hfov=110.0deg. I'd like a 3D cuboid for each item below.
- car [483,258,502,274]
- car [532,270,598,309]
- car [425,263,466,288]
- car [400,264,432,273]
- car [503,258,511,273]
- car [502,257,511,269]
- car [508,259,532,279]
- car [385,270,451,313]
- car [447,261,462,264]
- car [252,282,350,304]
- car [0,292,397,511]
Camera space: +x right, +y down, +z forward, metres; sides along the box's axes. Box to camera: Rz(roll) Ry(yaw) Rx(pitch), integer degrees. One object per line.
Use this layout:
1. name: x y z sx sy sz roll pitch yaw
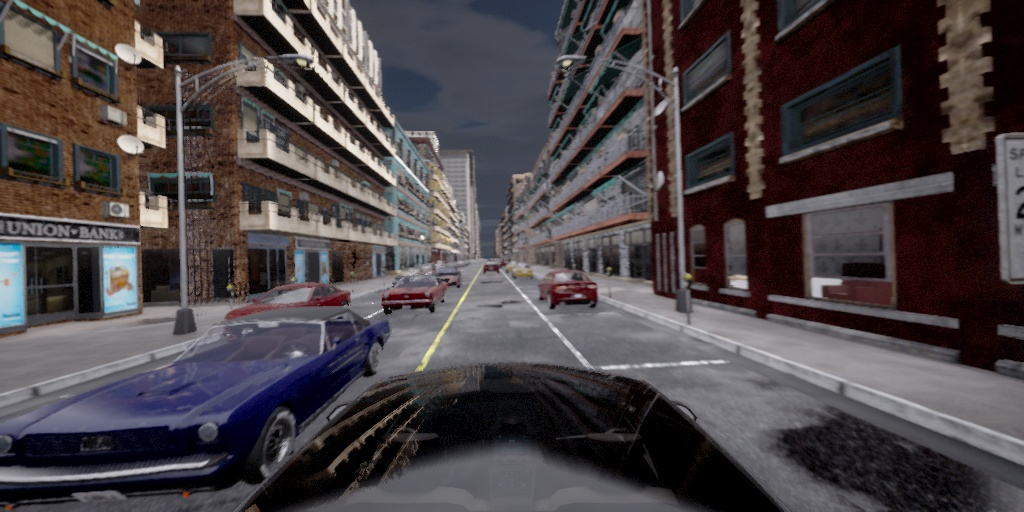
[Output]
1. car: -2.500 1.310 43.533 1.882 1.535 5.008 -2 0 -4
2. car: 2.123 1.228 14.445 1.888 1.381 4.507 0 0 -4
3. car: -4.472 1.457 24.718 1.994 1.385 4.181 -2 0 -4
4. car: -7.079 1.528 25.226 2.007 1.370 4.403 0 0 -4
5. car: 0.157 1.273 42.956 1.751 1.417 4.829 0 0 -4
6. car: -0.943 1.102 59.798 2.192 1.841 5.009 0 0 -4
7. car: 0.897 1.248 31.615 1.751 1.417 4.829 0 0 -4
8. car: -3.817 1.473 14.679 1.895 1.301 4.718 -2 0 -4
9. car: -8.931 1.607 53.578 1.948 1.339 4.313 0 0 -4
10. car: -6.249 1.495 10.538 1.888 1.381 4.507 0 0 -4
11. car: -3.175 1.452 4.819 1.895 1.301 4.718 -2 0 -4
